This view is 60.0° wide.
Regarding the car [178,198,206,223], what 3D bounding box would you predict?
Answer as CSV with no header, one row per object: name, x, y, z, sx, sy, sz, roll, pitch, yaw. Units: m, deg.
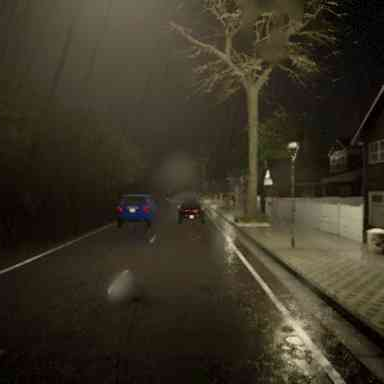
car,-0.027,1.445,25.180,1.837,1.490,4.892,0,0,0

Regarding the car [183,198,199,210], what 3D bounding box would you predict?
car,-0.112,1.453,41.899,1.994,1.385,4.181,0,0,0

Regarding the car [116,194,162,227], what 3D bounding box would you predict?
car,-3.510,1.173,22.216,2.150,2.045,5.566,0,0,0

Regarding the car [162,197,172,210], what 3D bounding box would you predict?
car,-3.609,1.385,41.438,2.128,1.511,4.902,0,0,0
